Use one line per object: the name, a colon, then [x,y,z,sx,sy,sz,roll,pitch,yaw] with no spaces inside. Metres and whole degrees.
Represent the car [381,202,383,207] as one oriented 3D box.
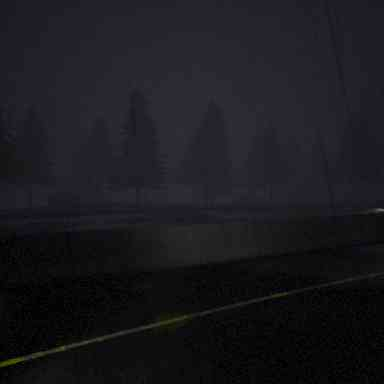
car: [22.714,1.079,35.058,5.357,1.411,2.033,-1,0,-15]
